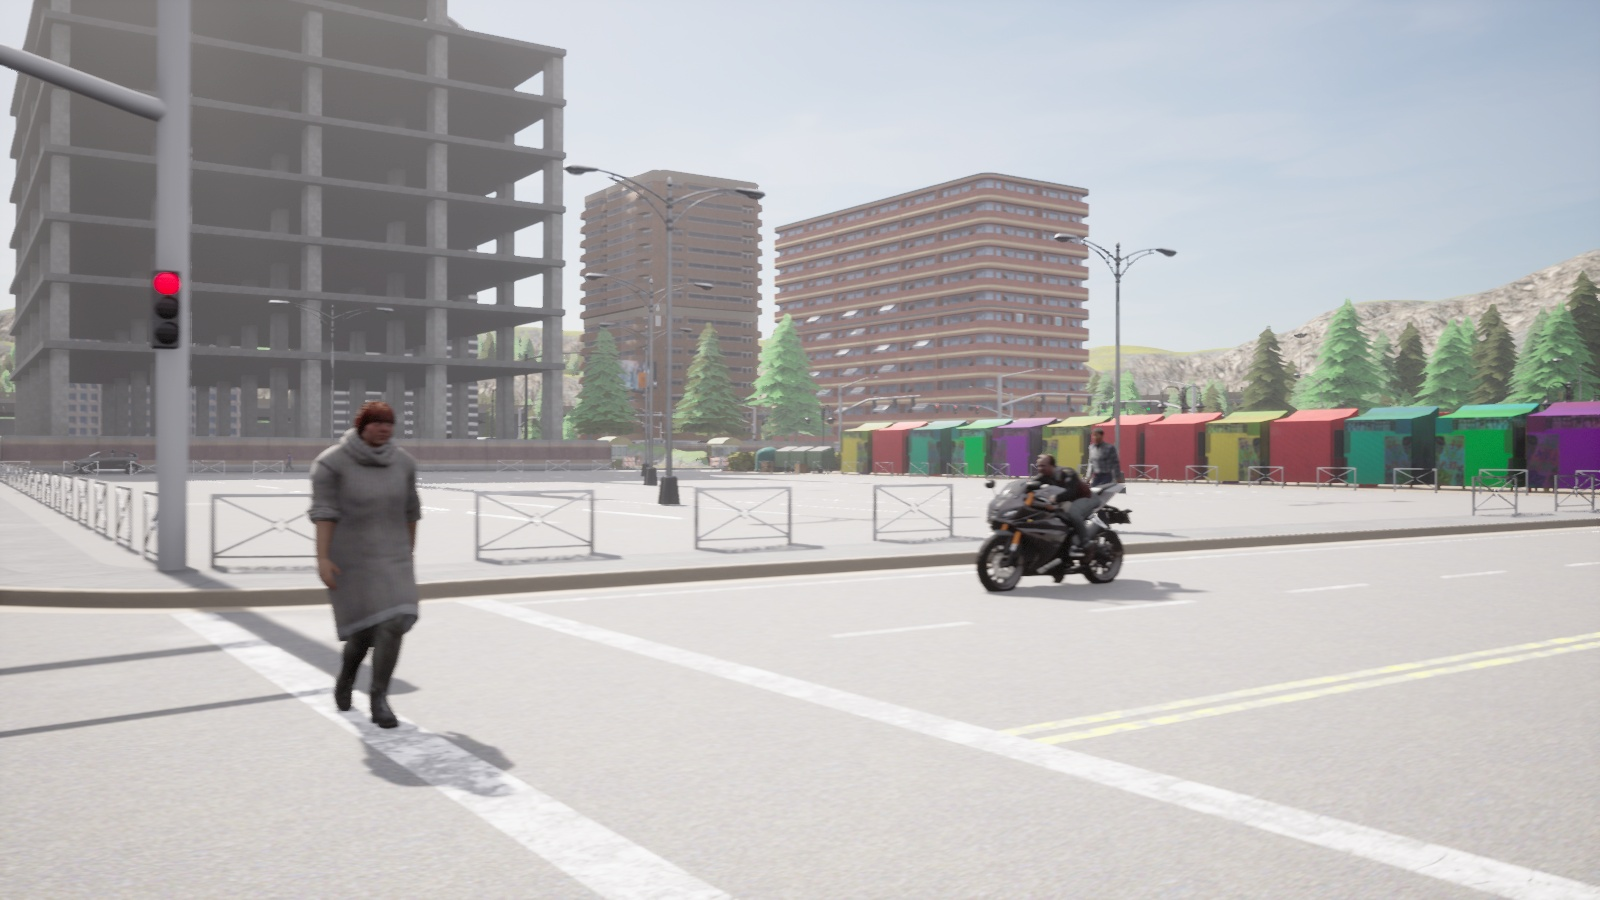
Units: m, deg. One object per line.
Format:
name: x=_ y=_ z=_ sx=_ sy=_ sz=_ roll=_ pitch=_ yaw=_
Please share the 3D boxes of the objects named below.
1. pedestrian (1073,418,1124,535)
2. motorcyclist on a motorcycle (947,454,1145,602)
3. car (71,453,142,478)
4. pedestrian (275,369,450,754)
pedestrian: x=5.076 y=0.444 z=21.385 sx=0.788 sy=1.949 sz=0.423 roll=0 pitch=0 yaw=-35
motorcyclist on a motorcycle: x=2.758 y=0.808 z=13.980 sx=2.191 sy=1.530 sz=0.866 roll=0 pitch=0 yaw=-34
car: x=-43.233 y=0.946 z=78.255 sx=3.705 sy=1.549 sz=1.789 roll=0 pitch=0 yaw=-35
pedestrian: x=-2.421 y=0.565 z=6.916 sx=0.659 sy=1.952 sz=0.873 roll=0 pitch=0 yaw=-38
